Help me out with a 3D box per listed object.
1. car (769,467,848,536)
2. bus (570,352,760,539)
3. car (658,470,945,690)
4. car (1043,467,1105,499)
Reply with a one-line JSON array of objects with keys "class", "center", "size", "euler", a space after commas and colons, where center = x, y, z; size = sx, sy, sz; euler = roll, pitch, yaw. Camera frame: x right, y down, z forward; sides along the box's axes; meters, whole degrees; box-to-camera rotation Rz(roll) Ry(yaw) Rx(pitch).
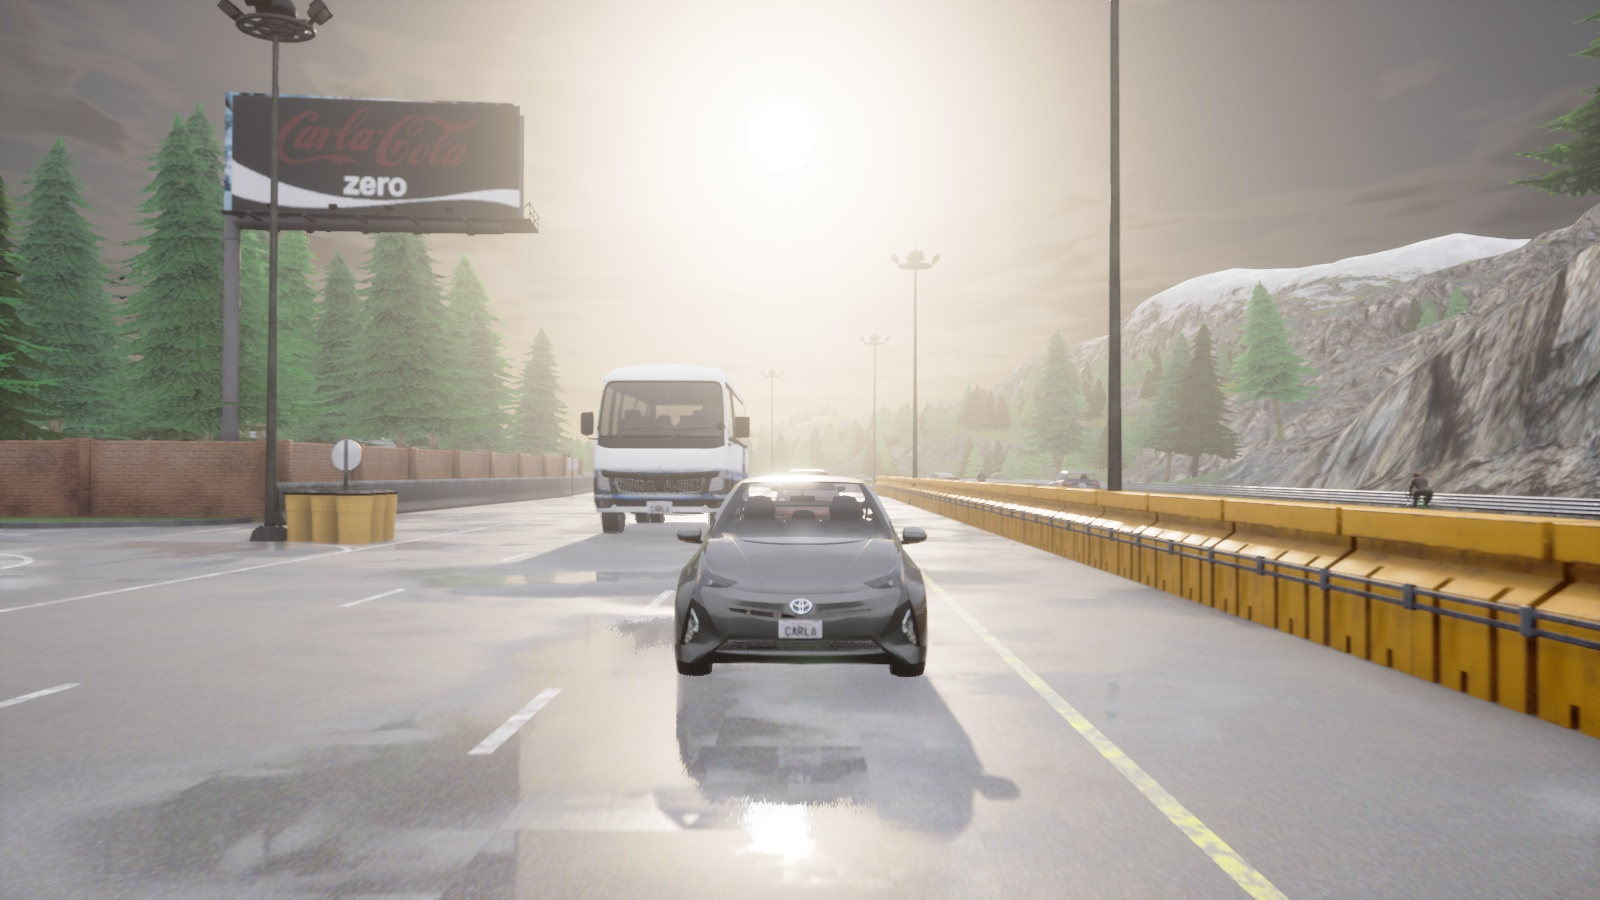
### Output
[{"class": "car", "center": [0.219, 1.242, 31.526], "size": [1.851, 1.617, 3.988], "euler": [0, -1, 1]}, {"class": "bus", "center": [-3.264, 0.021, 33.917], "size": [3.944, 4.253, 10.273], "euler": [0, -1, 1]}, {"class": "car", "center": [0.030, 0.947, 11.056], "size": [2.007, 1.525, 4.514], "euler": [0, -1, 1]}, {"class": "car", "center": [14.576, 1.730, 67.115], "size": [2.242, 1.667, 4.611], "euler": [0, -1, 0]}]
